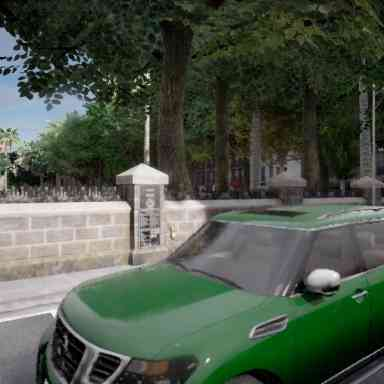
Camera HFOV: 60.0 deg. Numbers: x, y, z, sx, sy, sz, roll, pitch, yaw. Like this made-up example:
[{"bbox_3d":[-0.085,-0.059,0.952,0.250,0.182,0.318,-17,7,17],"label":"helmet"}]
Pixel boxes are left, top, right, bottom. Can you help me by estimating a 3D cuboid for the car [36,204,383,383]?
[{"bbox_3d":[1.141,1.221,4.193,5.566,2.045,2.150,0,0,-35],"label":"car"}]
